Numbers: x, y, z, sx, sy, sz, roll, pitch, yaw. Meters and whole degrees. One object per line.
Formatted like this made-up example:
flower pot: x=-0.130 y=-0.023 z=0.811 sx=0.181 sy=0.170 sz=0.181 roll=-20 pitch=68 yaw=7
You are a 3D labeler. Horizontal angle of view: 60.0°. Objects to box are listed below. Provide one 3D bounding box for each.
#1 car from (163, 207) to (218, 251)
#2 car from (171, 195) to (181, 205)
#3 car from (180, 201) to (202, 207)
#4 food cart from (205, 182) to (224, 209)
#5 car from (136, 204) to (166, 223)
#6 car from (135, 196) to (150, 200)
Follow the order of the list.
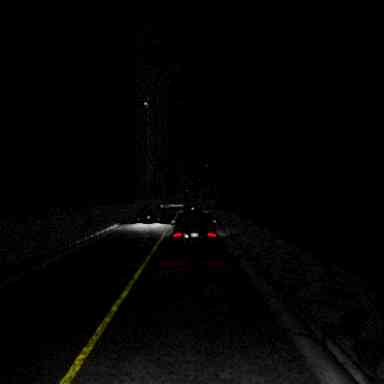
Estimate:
car: x=0.093 y=1.583 z=14.301 sx=2.033 sy=1.411 sz=5.357 roll=0 pitch=0 yaw=0
car: x=-3.046 y=1.696 z=65.065 sx=2.128 sy=1.511 sz=4.902 roll=0 pitch=0 yaw=1
car: x=0.084 y=1.649 z=35.402 sx=1.994 sy=1.385 sz=4.181 roll=0 pitch=0 yaw=0
food cart: x=3.069 y=0.585 z=46.559 sx=2.280 sy=3.560 sz=4.660 roll=-2 pitch=-2 yaw=0
car: x=-3.108 y=1.626 z=25.806 sx=1.994 sy=1.385 sz=4.181 roll=0 pitch=0 yaw=0
car: x=-13.578 y=1.687 z=91.903 sx=4.097 sy=1.590 sz=1.967 roll=0 pitch=-2 yaw=-1
